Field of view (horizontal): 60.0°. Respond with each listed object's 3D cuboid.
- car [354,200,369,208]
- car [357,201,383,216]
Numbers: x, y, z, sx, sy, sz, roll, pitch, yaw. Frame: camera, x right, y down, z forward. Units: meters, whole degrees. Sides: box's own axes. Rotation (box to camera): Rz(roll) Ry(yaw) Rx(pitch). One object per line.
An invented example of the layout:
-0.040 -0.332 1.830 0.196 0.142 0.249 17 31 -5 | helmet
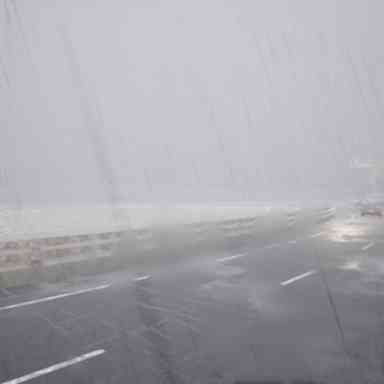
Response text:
31.643 2.162 61.684 2.128 1.511 4.902 -2 -1 8 | car
20.504 2.048 38.258 1.994 1.385 4.181 -2 -2 25 | car
